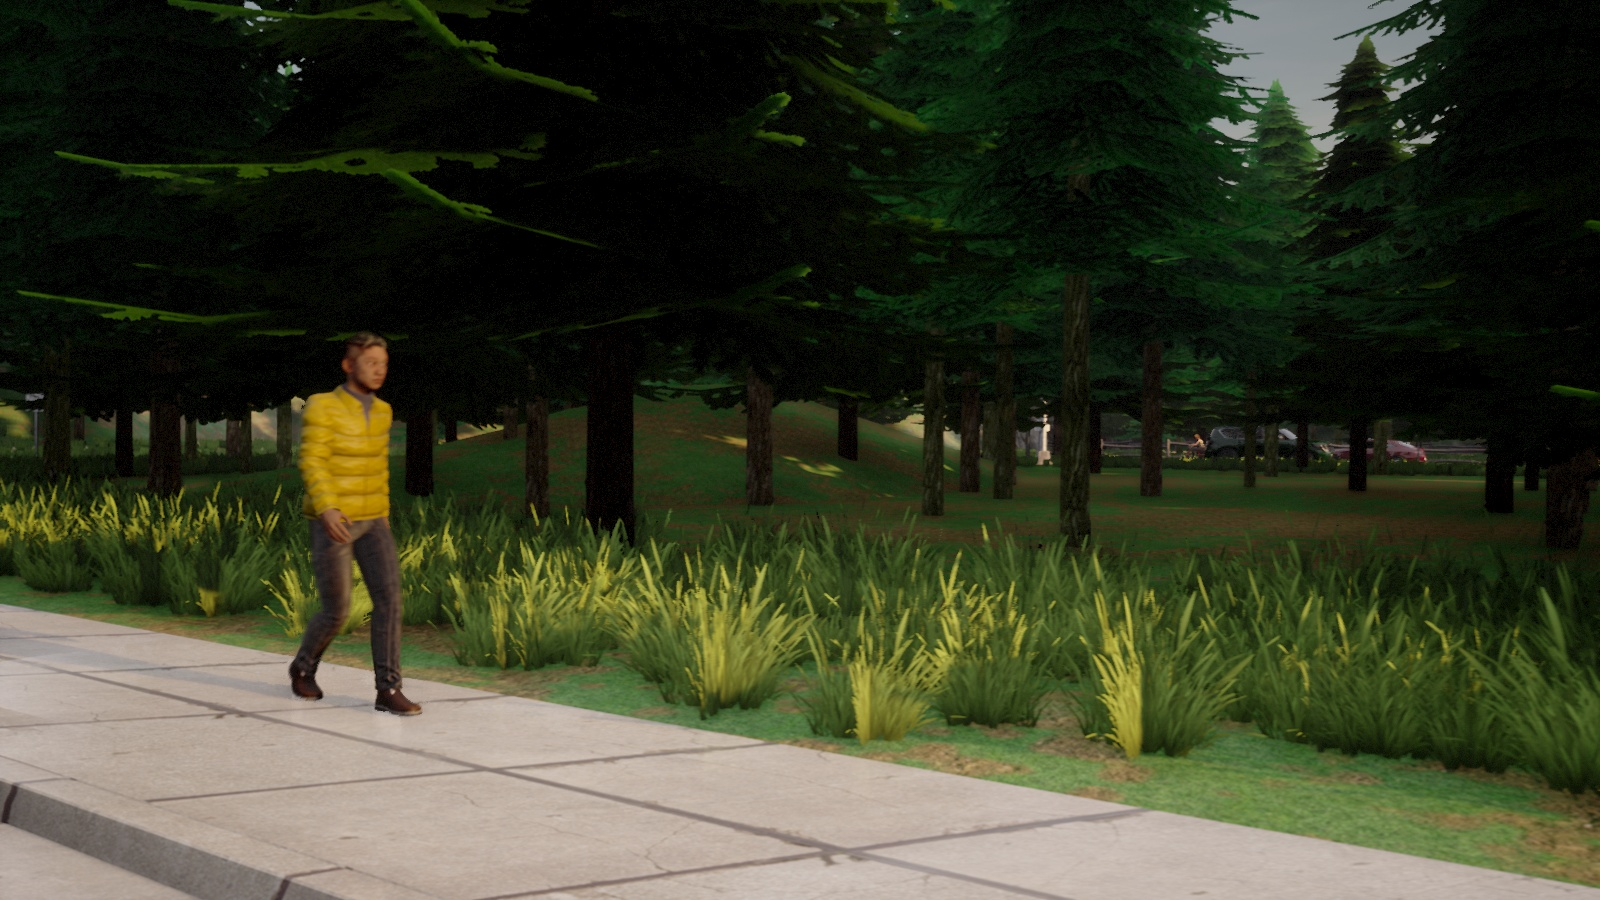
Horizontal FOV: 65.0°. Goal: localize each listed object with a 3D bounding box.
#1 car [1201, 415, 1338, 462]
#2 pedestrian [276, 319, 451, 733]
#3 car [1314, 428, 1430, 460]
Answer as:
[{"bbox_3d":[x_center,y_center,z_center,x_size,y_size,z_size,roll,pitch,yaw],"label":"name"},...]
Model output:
[{"bbox_3d":[21.569,-0.524,57.802,5.566,2.045,2.150,0,1,34],"label":"car"},{"bbox_3d":[-2.072,0.334,5.958,0.709,1.840,0.431,0,1,36],"label":"pedestrian"},{"bbox_3d":[26.623,-0.276,58.546,4.674,1.442,1.812,0,1,35],"label":"car"}]
